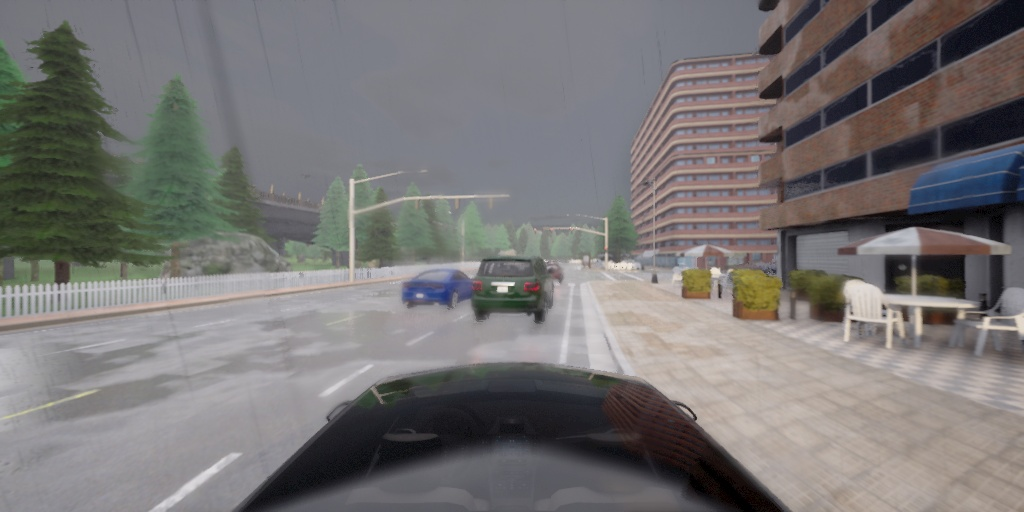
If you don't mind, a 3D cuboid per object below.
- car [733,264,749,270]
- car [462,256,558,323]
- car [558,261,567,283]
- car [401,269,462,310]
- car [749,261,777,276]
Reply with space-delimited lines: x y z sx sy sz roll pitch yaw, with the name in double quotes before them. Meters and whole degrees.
"car" 28.810 1.458 42.398 4.674 1.442 1.812 0 0 11
"car" 0.240 1.011 12.525 2.150 2.045 5.566 0 0 11
"car" 3.236 1.375 29.062 1.812 1.442 4.674 0 0 11
"car" -2.818 1.276 15.186 1.882 1.535 5.008 0 0 11
"car" 28.910 1.272 38.818 4.553 1.767 2.097 0 0 11
